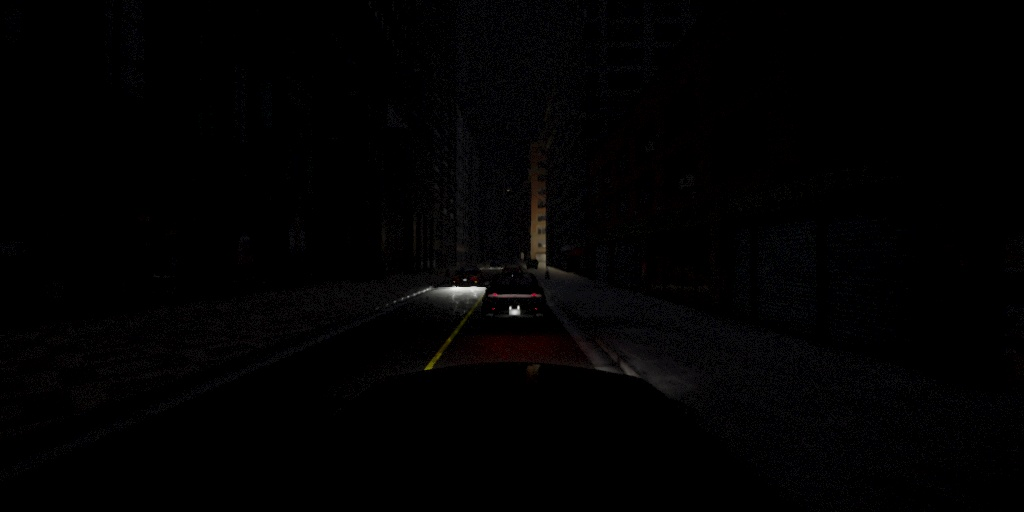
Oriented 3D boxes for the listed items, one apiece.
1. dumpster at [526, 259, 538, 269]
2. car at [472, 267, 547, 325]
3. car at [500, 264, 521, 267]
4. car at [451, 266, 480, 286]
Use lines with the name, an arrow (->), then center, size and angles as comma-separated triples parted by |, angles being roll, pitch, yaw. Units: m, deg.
dumpster -> 3.102, 1.336, 55.693 | 1.020, 1.700, 1.940 | 0, 0, 0
car -> 0.079, 1.283, 11.925 | 2.128, 1.511, 4.902 | 0, 0, 0
car -> 0.079, 1.474, 35.268 | 1.895, 1.301, 4.718 | 0, 0, 0
car -> -3.115, 1.405, 25.731 | 1.994, 1.385, 4.181 | 0, 0, 0
